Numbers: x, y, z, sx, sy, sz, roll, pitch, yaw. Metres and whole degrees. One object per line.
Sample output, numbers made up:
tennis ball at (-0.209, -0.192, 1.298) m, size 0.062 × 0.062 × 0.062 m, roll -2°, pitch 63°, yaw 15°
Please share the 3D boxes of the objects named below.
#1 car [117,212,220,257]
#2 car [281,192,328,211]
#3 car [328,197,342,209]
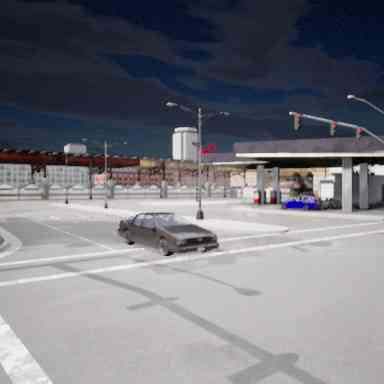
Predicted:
car at (-1.224, 1.511, 13.230) m, size 2.033 × 1.411 × 5.357 m, roll 0°, pitch 0°, yaw -35°
car at (12.153, 1.192, 37.076) m, size 2.242 × 1.667 × 4.611 m, roll 0°, pitch 0°, yaw -35°
car at (16.397, 1.334, 41.023) m, size 1.970 × 1.475 × 3.806 m, roll 0°, pitch 0°, yaw -35°
